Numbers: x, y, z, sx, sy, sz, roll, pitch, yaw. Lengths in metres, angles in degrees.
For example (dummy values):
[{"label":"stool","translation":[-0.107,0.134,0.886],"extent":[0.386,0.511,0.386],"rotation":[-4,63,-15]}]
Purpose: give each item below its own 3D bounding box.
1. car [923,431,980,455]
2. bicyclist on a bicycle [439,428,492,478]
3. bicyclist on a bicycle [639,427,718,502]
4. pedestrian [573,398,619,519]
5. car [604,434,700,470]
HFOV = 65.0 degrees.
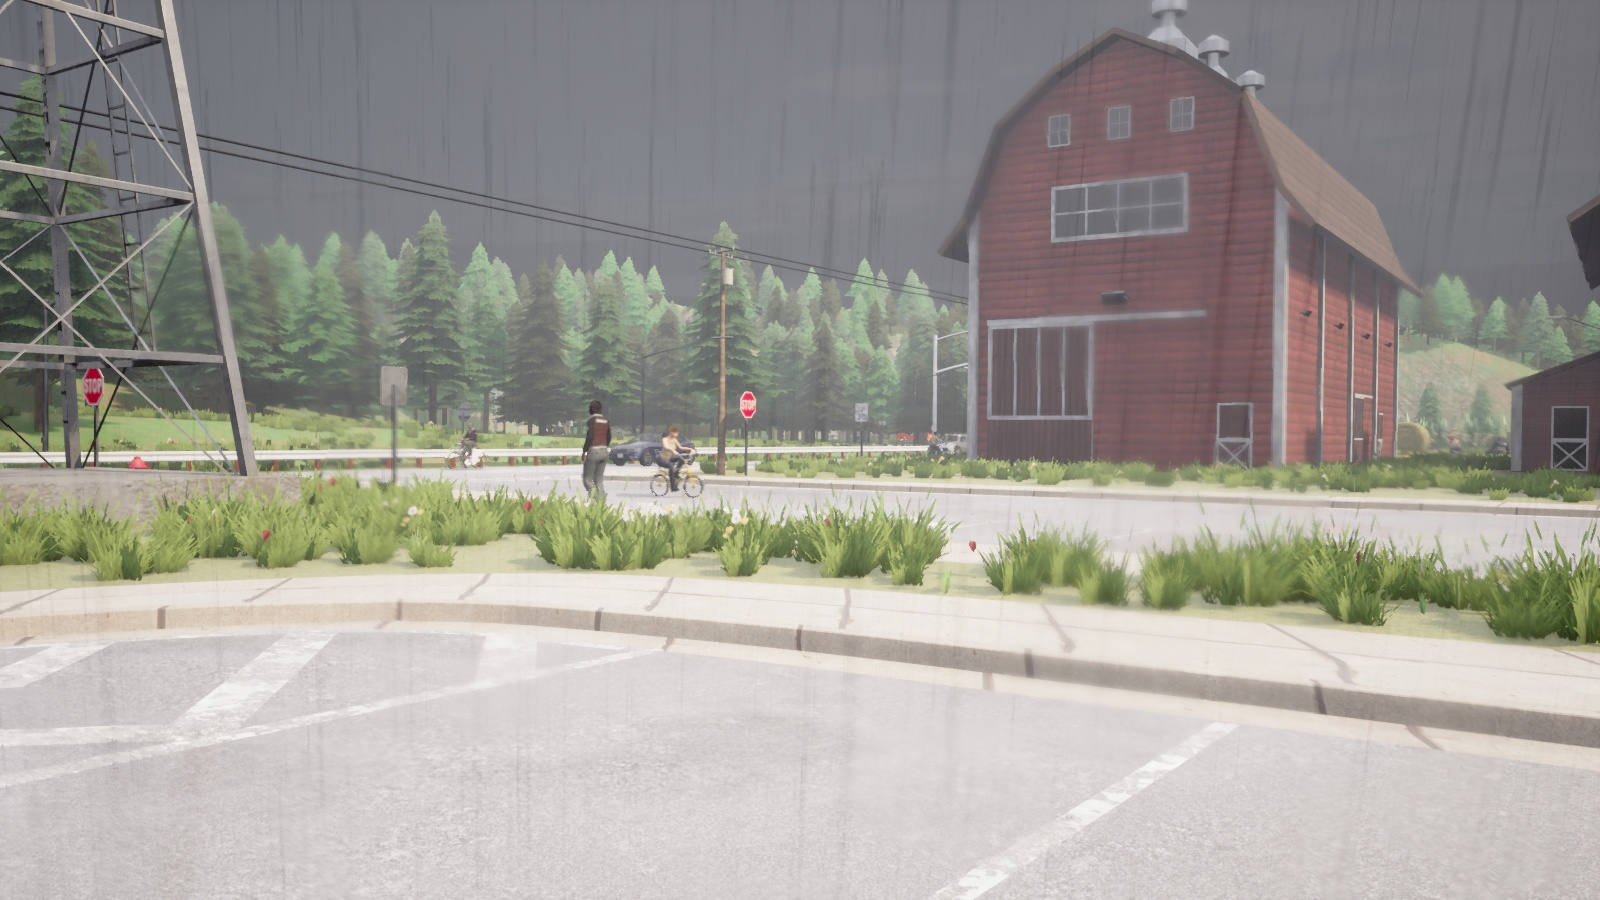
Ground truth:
[{"label":"car","translation":[9.352,-0.443,77.286],"extent":[1.970,1.475,3.806],"rotation":[0,1,34]},{"label":"bicyclist on a bicycle","translation":[-12.139,0.089,45.618],"extent":[0.659,1.776,1.843],"rotation":[0,1,33]},{"label":"bicyclist on a bicycle","translation":[-2.702,0.312,27.878],"extent":[1.509,1.612,0.866],"rotation":[0,1,33]},{"label":"pedestrian","translation":[-3.324,0.138,20.435],"extent":[0.666,1.930,0.402],"rotation":[0,1,44]},{"label":"car","translation":[-6.347,0.063,54.171],"extent":[1.816,1.474,4.193],"rotation":[0,1,34]}]
